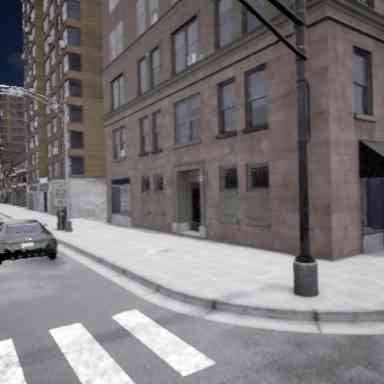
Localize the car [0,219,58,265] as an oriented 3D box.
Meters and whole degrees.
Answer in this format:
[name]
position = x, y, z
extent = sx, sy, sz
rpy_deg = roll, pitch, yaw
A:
[car]
position = -6.397, 1.703, 12.465
extent = 1.994, 1.385, 4.181
rpy_deg = -2, 0, -33
